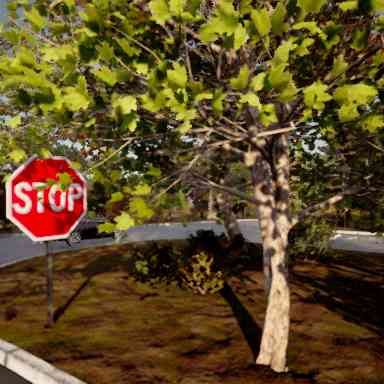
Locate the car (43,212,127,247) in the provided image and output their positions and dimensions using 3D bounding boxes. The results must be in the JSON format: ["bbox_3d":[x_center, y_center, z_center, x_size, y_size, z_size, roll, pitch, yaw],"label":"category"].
[{"bbox_3d":[-5.251,1.744,16.383,2.128,1.511,4.902,-1,-2,31],"label":"car"}]
